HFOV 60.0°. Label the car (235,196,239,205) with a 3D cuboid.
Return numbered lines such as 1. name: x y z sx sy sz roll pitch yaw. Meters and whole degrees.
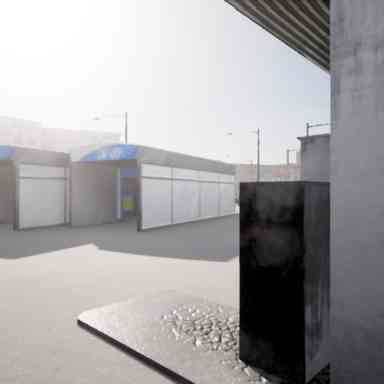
1. car: 7.240 1.476 55.463 4.902 1.511 2.128 0 0 -33
